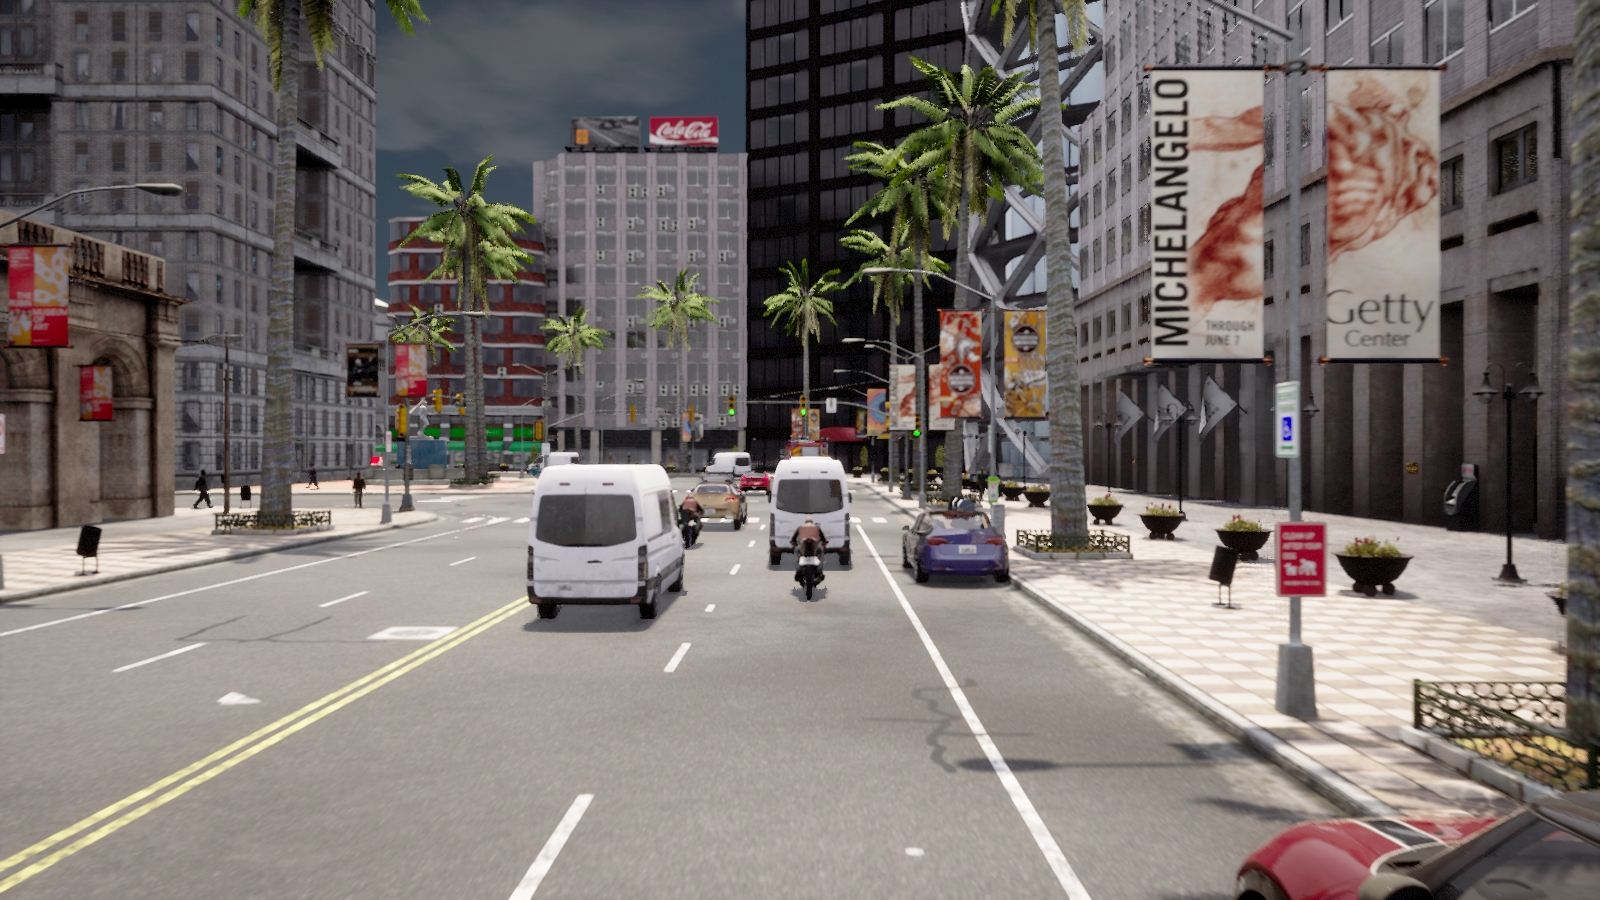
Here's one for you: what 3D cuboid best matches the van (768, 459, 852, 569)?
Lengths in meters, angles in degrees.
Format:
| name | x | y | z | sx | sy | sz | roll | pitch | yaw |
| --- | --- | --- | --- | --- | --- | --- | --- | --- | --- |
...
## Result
| name | x | y | z | sx | sy | sz | roll | pitch | yaw |
| --- | --- | --- | --- | --- | --- | --- | --- | --- | --- |
| van | 0.261 | 1.534 | 29.908 | 1.988 | 2.561 | 5.915 | 0 | 0 | 1 |

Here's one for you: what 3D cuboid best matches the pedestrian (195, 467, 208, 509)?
| name | x | y | z | sx | sy | sz | roll | pitch | yaw |
| --- | --- | --- | --- | --- | --- | --- | --- | --- | --- |
| pedestrian | -26.531 | 1.696 | 50.648 | 0.375 | 1.860 | 0.375 | 0 | 0 | 2 |

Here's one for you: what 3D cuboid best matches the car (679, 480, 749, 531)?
| name | x | y | z | sx | sy | sz | roll | pitch | yaw |
| --- | --- | --- | --- | --- | --- | --- | --- | --- | --- |
| car | -3.104 | 1.992 | 42.143 | 2.152 | 1.651 | 5.027 | 0 | 0 | 1 |

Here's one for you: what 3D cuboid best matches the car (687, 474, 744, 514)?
| name | x | y | z | sx | sy | sz | roll | pitch | yaw |
| --- | --- | --- | --- | --- | --- | --- | --- | --- | --- |
| car | -3.933 | 1.967 | 52.513 | 2.242 | 1.667 | 4.611 | 0 | 0 | -9 |

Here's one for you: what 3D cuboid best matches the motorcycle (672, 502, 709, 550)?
| name | x | y | z | sx | sy | sz | roll | pitch | yaw |
| --- | --- | --- | --- | --- | --- | --- | --- | --- | --- |
| motorcycle | -3.197 | 2.205 | 33.506 | 0.867 | 1.251 | 2.209 | 0 | 0 | 1 |

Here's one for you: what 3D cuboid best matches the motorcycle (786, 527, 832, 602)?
| name | x | y | z | sx | sy | sz | roll | pitch | yaw |
| --- | --- | --- | --- | --- | --- | --- | --- | --- | --- |
| motorcycle | 0.183 | 2.205 | 22.434 | 0.867 | 1.251 | 2.209 | 0 | 0 | 1 |

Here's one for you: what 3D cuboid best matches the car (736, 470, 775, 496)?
| name | x | y | z | sx | sy | sz | roll | pitch | yaw |
| --- | --- | --- | --- | --- | --- | --- | --- | --- | --- |
| car | -2.771 | 2.061 | 72.639 | 2.231 | 1.480 | 4.892 | 0 | 0 | 1 |

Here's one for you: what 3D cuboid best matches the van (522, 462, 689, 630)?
| name | x | y | z | sx | sy | sz | roll | pitch | yaw |
| --- | --- | --- | --- | --- | --- | --- | --- | --- | --- |
| van | -3.341 | 1.535 | 20.876 | 1.988 | 2.561 | 5.915 | 0 | 0 | 1 |

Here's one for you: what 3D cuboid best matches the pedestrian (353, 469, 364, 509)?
| name | x | y | z | sx | sy | sz | roll | pitch | yaw |
| --- | --- | --- | --- | --- | --- | --- | --- | --- | --- |
| pedestrian | -20.762 | 1.849 | 53.720 | 0.375 | 1.860 | 0.375 | 0 | 0 | -6 |

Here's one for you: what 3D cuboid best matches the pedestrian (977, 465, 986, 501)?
| name | x | y | z | sx | sy | sz | roll | pitch | yaw |
| --- | --- | --- | --- | --- | --- | --- | --- | --- | --- |
| pedestrian | 9.389 | 1.696 | 59.078 | 0.375 | 1.860 | 0.375 | 0 | 0 | -5 |
